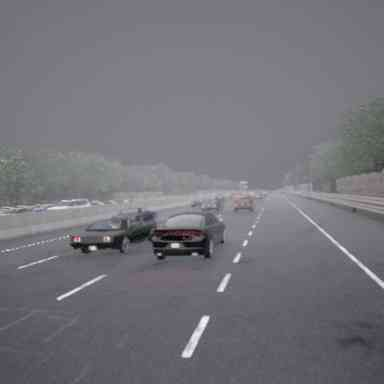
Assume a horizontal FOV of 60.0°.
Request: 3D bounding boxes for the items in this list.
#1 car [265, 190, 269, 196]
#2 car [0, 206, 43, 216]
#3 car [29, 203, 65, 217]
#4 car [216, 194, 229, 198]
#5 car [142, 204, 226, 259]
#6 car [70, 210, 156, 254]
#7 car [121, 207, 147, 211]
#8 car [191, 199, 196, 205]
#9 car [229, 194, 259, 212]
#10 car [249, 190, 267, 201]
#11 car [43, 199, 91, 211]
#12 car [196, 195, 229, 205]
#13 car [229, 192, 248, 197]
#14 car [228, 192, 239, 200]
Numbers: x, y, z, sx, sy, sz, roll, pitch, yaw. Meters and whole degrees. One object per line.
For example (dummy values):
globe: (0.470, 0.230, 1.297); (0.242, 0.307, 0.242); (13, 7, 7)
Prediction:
car: (17.189, 0.858, 81.925); (2.128, 1.511, 4.902); (-3, 0, 14)
car: (-16.898, 2.299, 31.597); (1.837, 1.490, 4.892); (-3, 0, 14)
car: (-20.294, 2.486, 46.829); (1.882, 1.535, 5.008); (-3, 0, 14)
car: (5.554, 1.143, 64.021); (2.097, 1.767, 4.553); (-3, 0, 14)
car: (0.071, 1.466, 12.635); (1.882, 1.535, 5.008); (-3, 0, 14)
car: (-3.101, 1.740, 14.352); (1.895, 1.301, 4.718); (-3, 0, 14)
car: (-4.125, 1.784, 24.796); (1.895, 1.301, 4.718); (-3, 0, 14)
car: (1.266, 1.541, 46.625); (1.895, 1.301, 4.718); (-3, 0, 14)
car: (5.461, 1.272, 34.451); (2.033, 1.411, 5.357); (-3, 0, 14)
car: (12.364, 0.957, 62.404); (2.128, 1.511, 4.902); (-3, 0, 14)
car: (-12.594, 1.811, 34.412); (2.150, 2.045, 5.566); (-3, 0, 14)
car: (2.283, 1.424, 36.164); (2.033, 1.411, 5.357); (-3, 0, 14)
car: (8.948, 0.980, 63.182); (2.097, 1.767, 4.553); (-3, 0, 14)
car: (10.382, 1.013, 83.556); (2.097, 1.767, 4.553); (-3, 0, 14)
